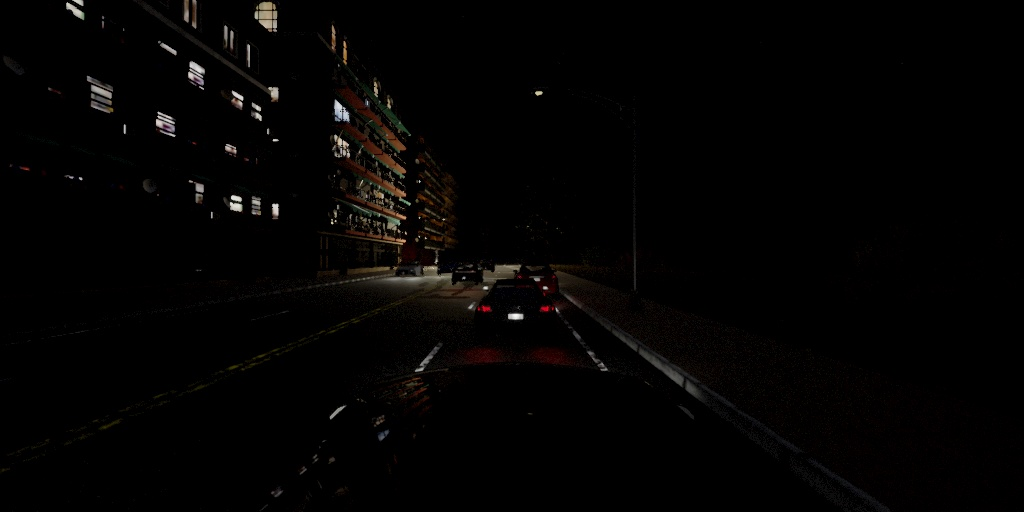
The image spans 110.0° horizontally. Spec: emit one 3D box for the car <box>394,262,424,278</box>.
[{"bbox_3d":[-9.838,1.278,34.768,1.812,1.442,4.674,0,0,0],"label":"car"}]

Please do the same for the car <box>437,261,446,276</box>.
[{"bbox_3d":[-6.586,1.229,37.631,1.882,1.535,5.008,0,0,0],"label":"car"}]

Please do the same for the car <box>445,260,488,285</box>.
[{"bbox_3d":[-3.140,1.243,25.940,2.128,1.511,4.902,0,0,0],"label":"car"}]

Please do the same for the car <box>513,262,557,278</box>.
[{"bbox_3d":[1.144,1.103,18.563,2.097,1.767,4.553,0,0,0],"label":"car"}]

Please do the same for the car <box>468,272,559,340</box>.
[{"bbox_3d":[0.097,1.315,9.983,1.994,1.385,4.181,0,0,0],"label":"car"}]

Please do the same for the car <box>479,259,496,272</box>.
[{"bbox_3d":[-3.129,1.242,45.129,2.128,1.511,4.902,0,0,0],"label":"car"}]
